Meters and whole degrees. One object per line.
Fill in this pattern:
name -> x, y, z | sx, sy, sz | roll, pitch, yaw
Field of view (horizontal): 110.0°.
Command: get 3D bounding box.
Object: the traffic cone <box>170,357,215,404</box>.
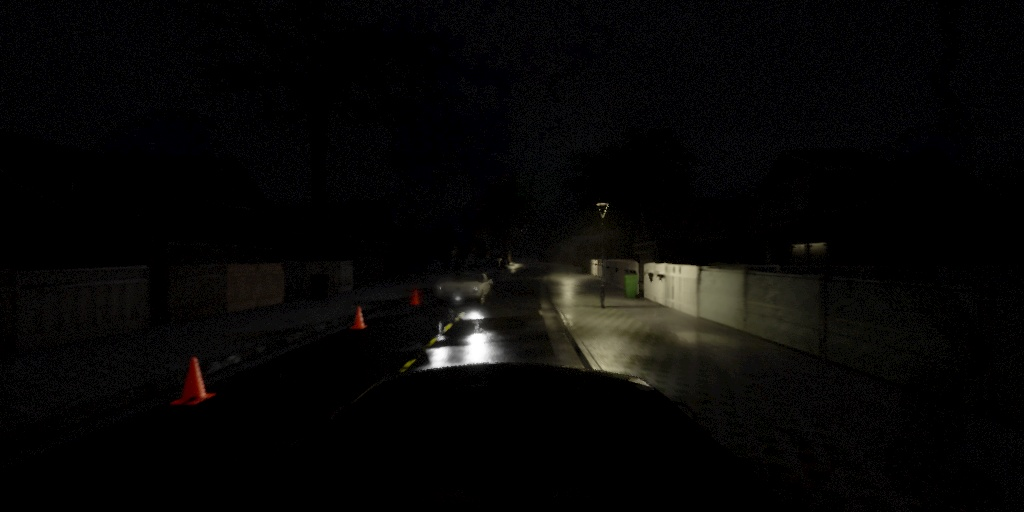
traffic cone -> -4.412, 1.696, 4.968 | 0.340, 0.580, 0.340 | 0, 0, 1

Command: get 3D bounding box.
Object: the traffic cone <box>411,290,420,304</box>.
traffic cone -> -4.039, 1.706, 15.062 | 0.340, 0.580, 0.340 | 0, 0, 3

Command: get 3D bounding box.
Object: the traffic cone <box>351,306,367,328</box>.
traffic cone -> -4.278, 1.700, 10.016 | 0.340, 0.580, 0.340 | 0, 0, 2

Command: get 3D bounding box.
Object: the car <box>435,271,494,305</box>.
car -> -1.988, 1.357, 16.127 | 1.895, 1.301, 4.718 | 0, 0, 3
